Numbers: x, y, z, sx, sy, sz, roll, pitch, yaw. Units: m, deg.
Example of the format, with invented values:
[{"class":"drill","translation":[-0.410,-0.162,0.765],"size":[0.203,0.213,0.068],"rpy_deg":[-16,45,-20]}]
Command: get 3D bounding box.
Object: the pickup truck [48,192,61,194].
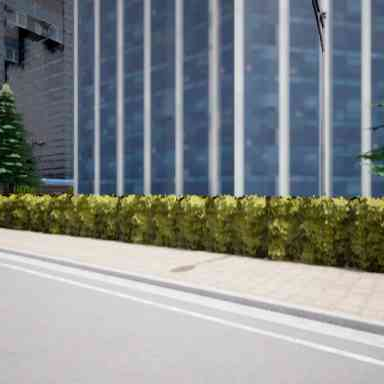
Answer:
[{"class":"pickup truck","translation":[-29.255,1.035,71.572],"size":[6.274,2.098,2.390],"rpy_deg":[0,0,-24]}]
